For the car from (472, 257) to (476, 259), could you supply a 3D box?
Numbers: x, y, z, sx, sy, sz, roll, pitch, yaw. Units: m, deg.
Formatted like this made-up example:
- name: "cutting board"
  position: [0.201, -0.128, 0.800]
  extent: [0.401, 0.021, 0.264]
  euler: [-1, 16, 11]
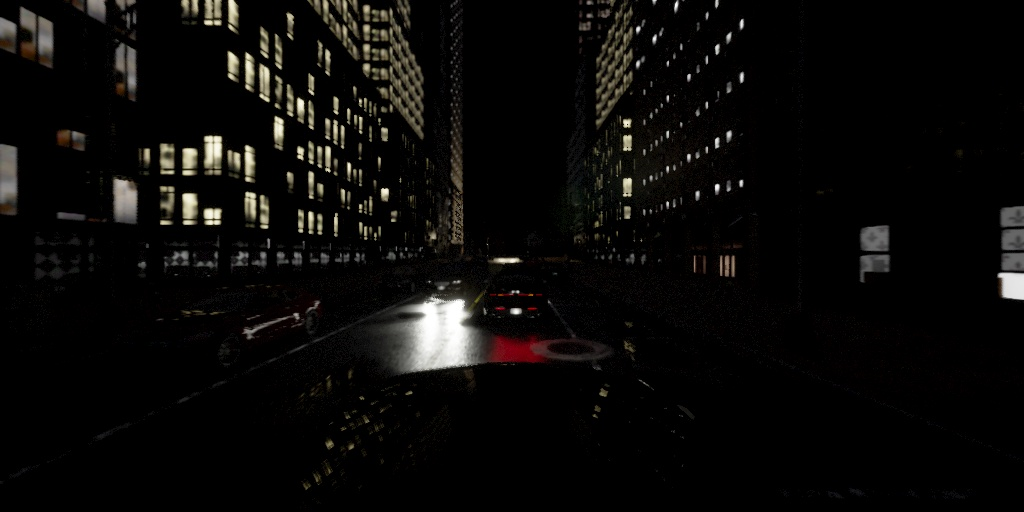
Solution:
- name: "car"
  position: [-5.649, 1.011, 41.756]
  extent: [1.802, 1.307, 4.207]
  euler: [0, 0, 0]

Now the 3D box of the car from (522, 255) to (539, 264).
- name: "car"
  position: [2.738, 0.826, 47.423]
  extent: [1.967, 1.591, 4.097]
  euler: [0, 0, 0]

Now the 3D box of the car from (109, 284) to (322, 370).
- name: "car"
  position: [-5.686, 1.284, 7.601]
  extent: [1.802, 1.307, 4.207]
  euler: [0, 0, 0]

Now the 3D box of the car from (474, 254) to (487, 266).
- name: "car"
  position: [-5.631, 0.727, 58.831]
  extent: [1.967, 1.591, 4.097]
  euler: [0, 0, 0]

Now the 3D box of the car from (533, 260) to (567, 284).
- name: "car"
  position: [2.713, 1.137, 24.657]
  extent: [1.948, 1.339, 4.313]
  euler: [0, 0, 0]

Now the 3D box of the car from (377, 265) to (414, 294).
- name: "car"
  position: [-5.674, 1.163, 18.987]
  extent: [2.007, 1.370, 4.403]
  euler: [0, 0, 0]

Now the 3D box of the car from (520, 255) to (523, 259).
- name: "car"
  position: [2.750, 0.873, 58.808]
  extent: [1.802, 1.307, 4.207]
  euler: [0, 0, 0]

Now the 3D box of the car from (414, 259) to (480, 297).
- name: "car"
  position: [-3.067, 1.112, 18.078]
  extent: [2.128, 1.511, 4.902]
  euler: [0, 0, 0]

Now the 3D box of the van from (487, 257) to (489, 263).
- name: "van"
  position: [-5.624, 0.580, 64.524]
  extent: [1.690, 1.789, 3.998]
  euler: [0, 0, 0]

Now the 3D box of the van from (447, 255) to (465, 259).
- name: "van"
  position: [-5.655, 0.816, 36.063]
  extent: [1.690, 1.789, 3.998]
  euler: [0, 0, 0]

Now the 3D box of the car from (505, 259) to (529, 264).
- name: "car"
  position: [0.127, 1.135, 29.067]
  extent: [1.895, 1.301, 4.718]
  euler: [0, 0, 0]

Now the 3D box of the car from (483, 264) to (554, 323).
- name: "car"
  position: [0.109, 1.176, 11.766]
  extent: [1.837, 1.490, 4.892]
  euler: [0, 0, 0]
